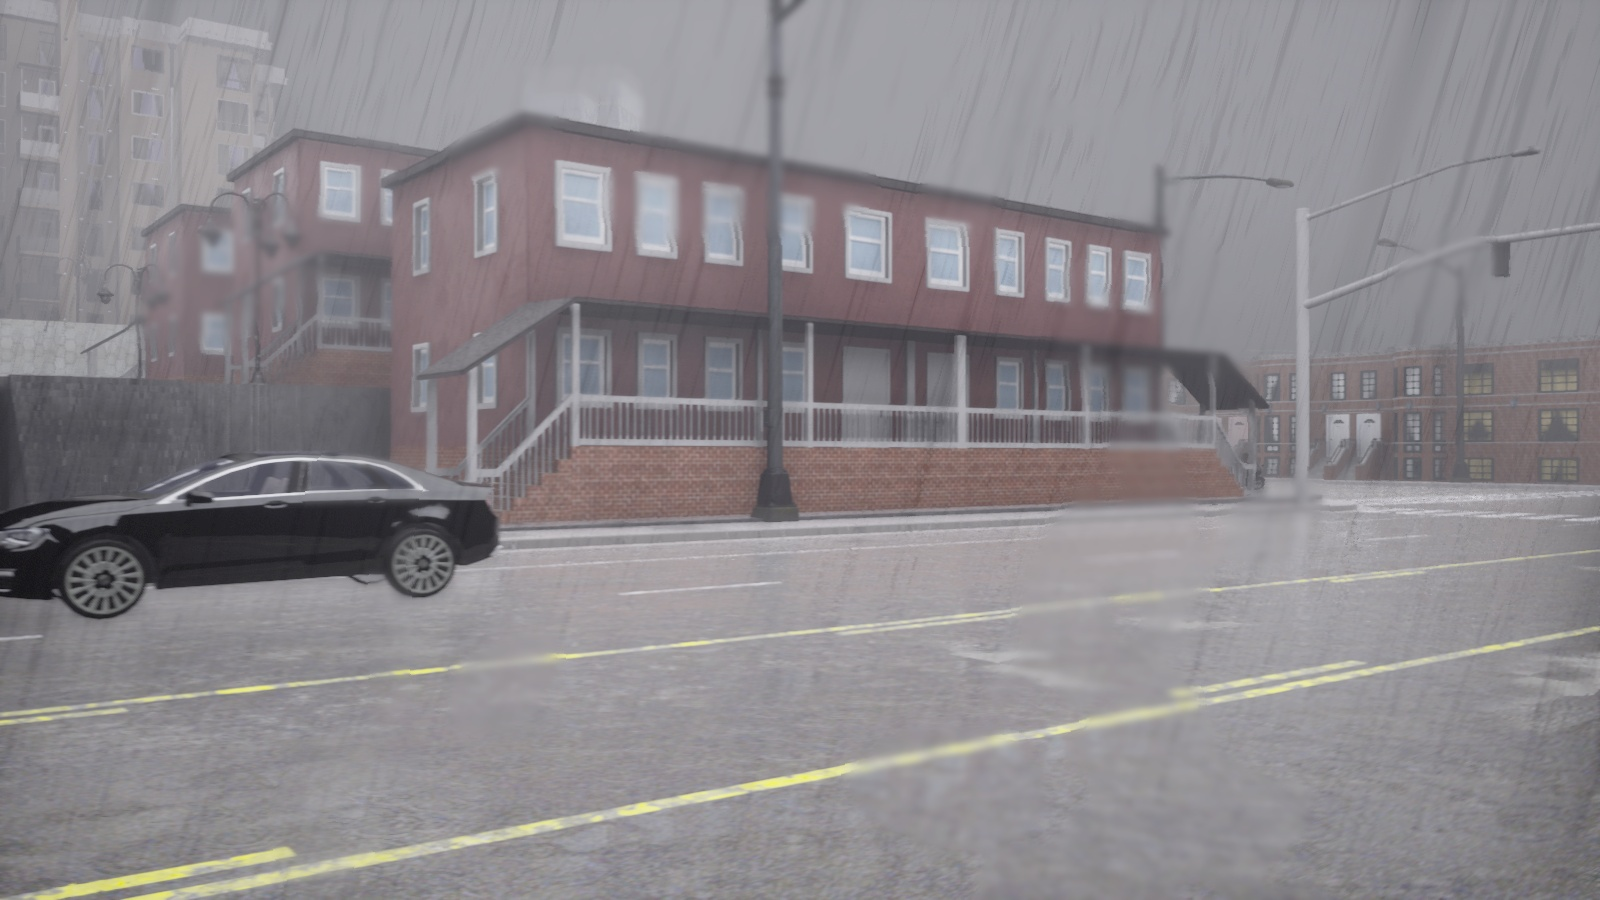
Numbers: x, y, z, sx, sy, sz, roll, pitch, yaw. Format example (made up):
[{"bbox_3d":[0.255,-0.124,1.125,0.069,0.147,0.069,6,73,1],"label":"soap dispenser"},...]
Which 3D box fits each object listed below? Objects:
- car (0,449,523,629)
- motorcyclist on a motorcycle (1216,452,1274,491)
[{"bbox_3d":[-5.535,0.748,12.667,4.902,1.511,2.128,0,0,-36],"label":"car"},{"bbox_3d":[17.514,0.828,49.475,0.797,1.523,2.044,0,0,-36],"label":"motorcyclist on a motorcycle"}]
